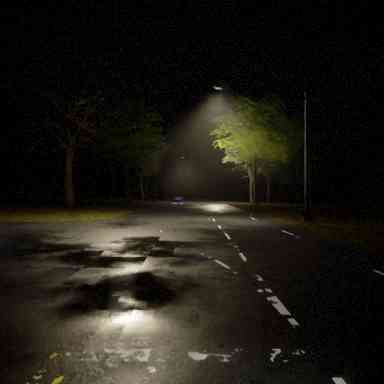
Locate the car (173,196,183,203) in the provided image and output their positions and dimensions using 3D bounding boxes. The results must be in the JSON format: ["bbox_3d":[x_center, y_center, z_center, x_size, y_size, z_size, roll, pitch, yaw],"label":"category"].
[{"bbox_3d":[-3.174,1.733,77.815,1.882,1.535,5.008,0,0,4],"label":"car"}]
